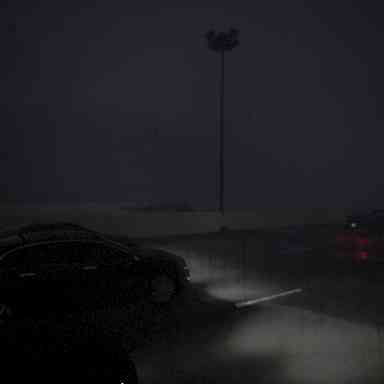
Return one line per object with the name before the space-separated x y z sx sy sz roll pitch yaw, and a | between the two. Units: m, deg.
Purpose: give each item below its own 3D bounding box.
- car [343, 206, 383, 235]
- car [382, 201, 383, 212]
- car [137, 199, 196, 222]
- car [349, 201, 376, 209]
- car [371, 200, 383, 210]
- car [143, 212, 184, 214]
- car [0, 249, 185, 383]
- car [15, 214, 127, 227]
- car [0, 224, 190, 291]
car | 11.059 1.712 20.252 4.674 1.442 1.812 1 0 -36
car | 28.589 1.998 45.893 5.357 1.411 2.033 1 0 -35
car | -2.136 1.484 28.277 4.553 1.767 2.097 1 0 -36
car | 27.557 2.085 53.727 4.718 1.301 1.895 1 0 -35
car | 30.009 2.036 51.176 5.357 1.411 2.033 1 0 -35
car | -3.357 1.573 23.103 5.008 1.535 1.882 1 0 -36
car | -2.655 1.481 1.852 4.902 1.511 2.128 1 0 -36
car | -3.744 1.548 9.676 4.674 1.442 1.812 1 0 -36
car | -2.296 1.521 6.410 4.892 1.490 1.837 1 0 -36
